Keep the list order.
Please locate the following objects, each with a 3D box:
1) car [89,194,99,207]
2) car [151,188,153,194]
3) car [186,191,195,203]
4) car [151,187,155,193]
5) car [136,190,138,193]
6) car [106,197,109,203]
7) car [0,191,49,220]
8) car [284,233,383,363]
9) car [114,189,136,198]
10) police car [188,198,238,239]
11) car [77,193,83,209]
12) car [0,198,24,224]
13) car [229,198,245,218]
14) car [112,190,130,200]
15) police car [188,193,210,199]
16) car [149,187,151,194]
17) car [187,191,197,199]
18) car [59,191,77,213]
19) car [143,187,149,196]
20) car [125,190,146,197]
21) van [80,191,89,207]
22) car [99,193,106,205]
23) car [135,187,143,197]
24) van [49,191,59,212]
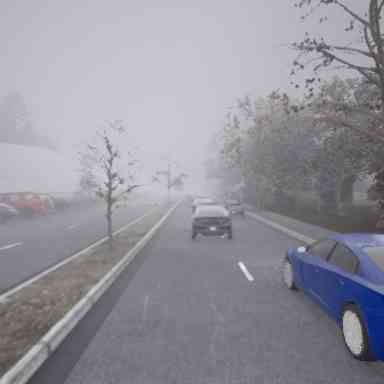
[{"bbox_3d":[-13.841,0.947,39.604,4.553,1.767,2.185,-1,1,-20],"label":"car"},{"bbox_3d":[-13.858,0.128,90.615,4.674,1.452,2.002,-1,1,-20],"label":"car"},{"bbox_3d":[-0.020,0.855,53.215,1.882,1.535,5.008,0,1,0],"label":"car"},{"bbox_3d":[-13.848,-0.003,93.613,5.008,1.535,2.097,-1,2,-20],"label":"car"},{"bbox_3d":[-13.866,0.700,66.597,4.674,1.452,2.002,-1,1,-20],"label":"car"},{"bbox_3d":[-13.841,1.013,45.596,4.792,1.488,2.163,-1,1,-20],"label":"car"},{"bbox_3d":[-13.902,1.045,24.664,5.566,2.045,2.435,-1,1,-20],"label":"car"},{"bbox_3d":[3.089,1.458,5.879,1.882,1.535,5.008,0,0,0],"label":"car"},{"bbox_3d":[-14.034,0.712,63.523,5.366,1.575,1.946,-1,1,-20],"label":"car"},{"bbox_3d":[0.894,1.324,16.749,1.930,1.638,5.238,0,1,0],"label":"police car"},{"bbox_3d":[-13.864,1.163,33.632,4.892,1.521,2.231,-1,1,-20],"label":"car"},{"bbox_3d":[-13.869,1.374,21.697,4.674,1.452,2.002,-1,1,-20],"label":"car"},{"bbox_3d":[3.087,1.258,27.052,2.128,1.511,4.902,0,1,0],"label":"car"},{"bbox_3d":[-13.838,0.833,57.601,4.792,1.488,2.163,-1,1,-20],"label":"car"},{"bbox_3d":[0.890,1.196,26.746,1.930,1.638,5.238,0,1,0],"label":"police car"},{"bbox_3d":[-13.888,0.050,87.601,4.553,1.767,2.185,-1,2,-20],"label":"car"},{"bbox_3d":[-0.025,0.581,68.213,1.882,1.535,5.008,0,1,0],"label":"car"},{"bbox_3d":[-13.849,0.955,30.660,5.566,2.045,2.435,-1,1,-20],"label":"car"},{"bbox_3d":[-13.887,0.163,78.589,5.566,2.045,2.435,-1,2,-20],"label":"car"},{"bbox_3d":[-13.884,0.368,81.594,4.792,1.488,2.163,-1,2,-20],"label":"car"},{"bbox_3d":[-13.981,0.894,36.568,4.442,1.987,1.878,-1,1,-20],"label":"van"},{"bbox_3d":[-13.863,1.069,42.578,4.674,1.452,2.002,-1,1,-20],"label":"car"},{"bbox_3d":[-13.838,0.357,69.611,5.566,2.045,2.435,-1,1,-20],"label":"car"},{"bbox_3d":[-13.766,1.024,27.707,4.442,1.987,1.878,-1,1,-20],"label":"van"}]
